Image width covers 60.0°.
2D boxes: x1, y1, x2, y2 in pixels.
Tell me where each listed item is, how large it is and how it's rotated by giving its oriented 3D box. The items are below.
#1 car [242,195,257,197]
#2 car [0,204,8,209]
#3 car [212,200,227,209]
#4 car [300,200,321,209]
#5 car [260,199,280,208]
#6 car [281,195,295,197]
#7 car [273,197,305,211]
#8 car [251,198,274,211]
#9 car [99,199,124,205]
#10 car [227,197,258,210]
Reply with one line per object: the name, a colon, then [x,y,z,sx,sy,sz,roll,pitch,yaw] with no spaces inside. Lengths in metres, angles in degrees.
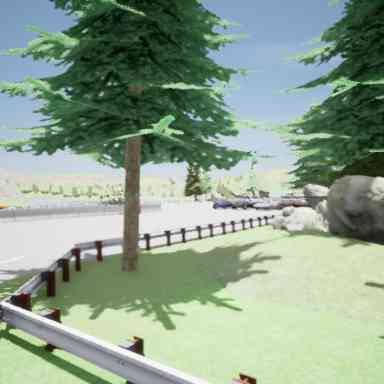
car: [10.764,1.618,59.816,2.150,2.045,5.566,-1,0,36]
car: [-26.862,2.067,43.385,1.882,1.535,5.008,-1,0,36]
car: [4.897,1.926,51.588,1.812,1.442,4.674,-1,0,36]
car: [19.129,1.908,53.454,1.895,1.301,4.718,-1,0,35]
car: [13.631,1.892,57.804,1.812,1.442,4.674,-1,0,36]
car: [16.462,1.558,55.750,2.150,2.045,5.566,-1,0,36]
car: [13.177,1.788,45.031,1.882,1.535,5.008,-1,0,36]
car: [10.653,1.941,47.602,1.895,1.301,4.718,-1,0,36]
car: [-14.603,2.074,60.490,2.128,1.511,4.902,-1,0,36]
car: [7.787,1.862,49.614,2.128,1.511,4.902,-1,0,36]
